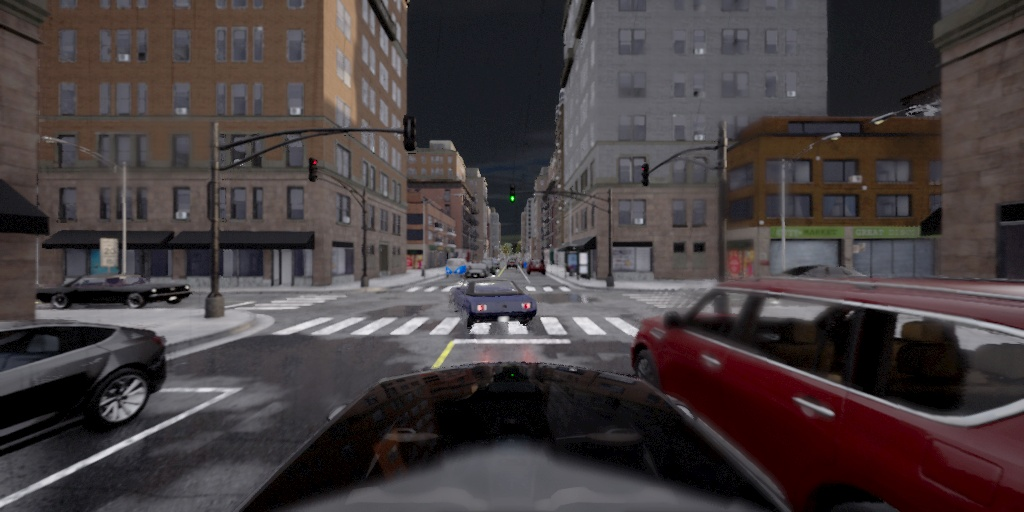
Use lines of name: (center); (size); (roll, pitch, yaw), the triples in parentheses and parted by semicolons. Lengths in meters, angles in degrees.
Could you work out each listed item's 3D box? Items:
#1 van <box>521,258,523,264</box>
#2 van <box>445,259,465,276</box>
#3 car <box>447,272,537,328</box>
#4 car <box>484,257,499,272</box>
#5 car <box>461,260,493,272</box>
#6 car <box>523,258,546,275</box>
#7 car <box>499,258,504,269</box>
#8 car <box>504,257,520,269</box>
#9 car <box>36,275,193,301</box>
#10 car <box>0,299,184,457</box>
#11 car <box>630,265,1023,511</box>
van: (2.682, 1.214, 56.534); (1.690, 1.789, 3.998); (0, 0, 0)
van: (-5.413, 1.166, 34.906); (1.690, 1.789, 3.998); (0, 0, 0)
car: (-0.823, 1.374, 11.573); (1.895, 1.301, 4.718); (0, 0, -16)
car: (-2.842, 1.189, 40.176); (2.097, 1.767, 4.553); (0, 0, 0)
car: (-2.848, 1.320, 30.265); (1.837, 1.490, 4.892); (0, 0, 0)
car: (2.699, 1.152, 40.315); (2.192, 1.841, 5.009); (0, 0, 0)
car: (-2.797, 1.420, 55.976); (2.033, 1.411, 5.357); (0, 0, 1)
car: (-0.008, 1.384, 59.284); (1.837, 1.490, 4.892); (0, 0, 0)
car: (-16.213, 1.446, 14.821); (4.718, 1.301, 1.895); (0, 0, 0)
car: (-5.388, 1.319, 2.943); (1.948, 1.339, 4.313); (0, 0, 0)
car: (2.637, 1.067, 2.944); (2.192, 1.841, 5.009); (0, 0, 0)
